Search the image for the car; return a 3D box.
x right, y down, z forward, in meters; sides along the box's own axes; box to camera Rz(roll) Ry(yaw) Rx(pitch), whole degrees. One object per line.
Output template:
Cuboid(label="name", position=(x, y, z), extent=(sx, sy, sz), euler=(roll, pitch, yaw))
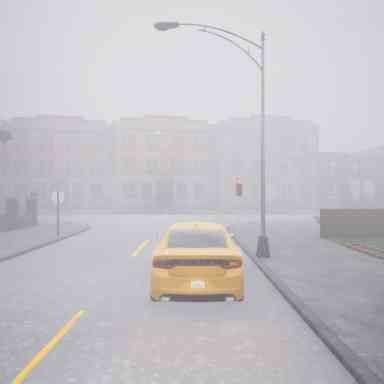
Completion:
Cuboid(label="car", position=(0.107, 1.478, 8.334), extent=(1.882, 1.535, 5.008), euler=(0, 0, 0))
